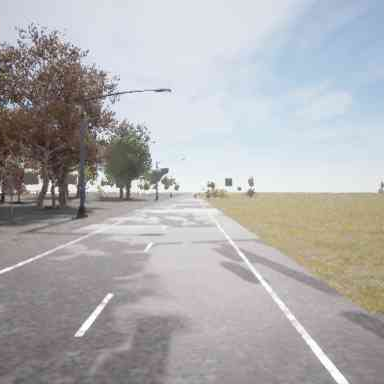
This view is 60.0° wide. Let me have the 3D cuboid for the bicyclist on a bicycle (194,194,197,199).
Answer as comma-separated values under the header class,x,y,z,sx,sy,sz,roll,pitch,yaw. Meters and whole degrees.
class,x,y,z,sx,sy,sz,roll,pitch,yaw
bicyclist on a bicycle,0.987,1.406,95.478,0.659,1.776,1.843,2,1,0
